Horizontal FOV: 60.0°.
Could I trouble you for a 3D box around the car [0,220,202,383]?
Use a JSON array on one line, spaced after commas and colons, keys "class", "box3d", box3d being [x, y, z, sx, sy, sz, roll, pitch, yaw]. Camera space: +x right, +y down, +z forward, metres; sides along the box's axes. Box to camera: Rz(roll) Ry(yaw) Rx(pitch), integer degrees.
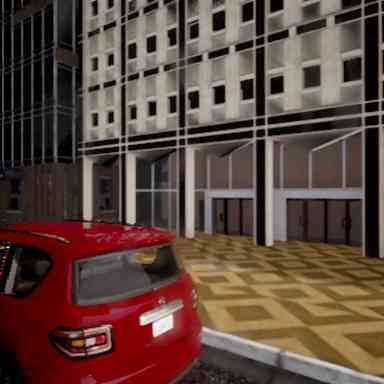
[{"class": "car", "box3d": [-2.212, 1.307, 4.458, 5.009, 1.841, 2.192, 0, 0, 35]}]
